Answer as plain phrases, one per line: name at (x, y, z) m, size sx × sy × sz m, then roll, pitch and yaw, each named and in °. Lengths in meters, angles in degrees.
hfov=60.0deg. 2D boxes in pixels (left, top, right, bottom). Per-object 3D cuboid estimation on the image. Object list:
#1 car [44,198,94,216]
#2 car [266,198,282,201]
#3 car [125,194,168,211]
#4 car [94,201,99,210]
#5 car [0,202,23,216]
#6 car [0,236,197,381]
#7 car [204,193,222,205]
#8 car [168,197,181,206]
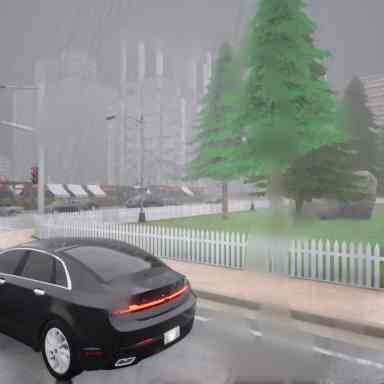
car at (-12.355, 1.491, 32.161) m, size 2.128 × 1.511 × 4.902 m, roll 0°, pitch 0°, yaw 34°
car at (14.919, 1.564, 59.852) m, size 1.994 × 1.385 × 4.181 m, roll 0°, pitch 0°, yaw 34°
car at (-5.893, 1.222, 41.770) m, size 2.150 × 2.045 × 5.566 m, roll 0°, pitch 0°, yaw 34°
car at (-12.912, 1.478, 37.608) m, size 1.882 × 1.535 × 5.008 m, roll 0°, pitch 0°, yaw 34°
car at (-18.050, 1.601, 30.077) m, size 1.895 × 1.301 × 4.718 m, roll 0°, pitch 0°, yaw 36°
car at (-2.211, 1.505, 5.505) m, size 4.892 × 1.490 × 1.837 m, roll 0°, pitch 0°, yaw 36°
car at (3.965, 1.351, 56.320) m, size 2.097 × 1.767 × 4.553 m, roll 0°, pitch 0°, yaw 34°
car at (-3.813, 1.548, 51.125) m, size 2.033 × 1.411 × 5.357 m, roll 0°, pitch 0°, yaw 34°
